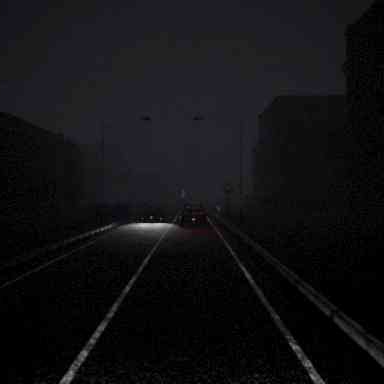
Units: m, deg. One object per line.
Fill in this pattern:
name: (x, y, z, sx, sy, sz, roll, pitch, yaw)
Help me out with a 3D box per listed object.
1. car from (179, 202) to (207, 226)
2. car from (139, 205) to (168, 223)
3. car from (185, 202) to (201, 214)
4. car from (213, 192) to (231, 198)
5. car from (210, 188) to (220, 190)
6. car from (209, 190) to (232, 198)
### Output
car: (0.106, 1.646, 24.415, 2.128, 1.511, 4.902, 0, -1, 0)
car: (-3.059, 1.754, 27.233, 1.994, 1.385, 4.181, 0, -1, 0)
car: (0.142, 1.878, 40.309, 1.895, 1.301, 4.718, 0, 0, 1)
car: (8.200, 0.768, 92.068, 4.674, 1.452, 2.002, 0, 2, -1)
car: (8.134, 0.507, 94.815, 4.553, 1.767, 2.185, 0, 2, -1)
car: (8.042, 0.823, 89.308, 5.366, 1.575, 1.946, 0, 2, -1)
